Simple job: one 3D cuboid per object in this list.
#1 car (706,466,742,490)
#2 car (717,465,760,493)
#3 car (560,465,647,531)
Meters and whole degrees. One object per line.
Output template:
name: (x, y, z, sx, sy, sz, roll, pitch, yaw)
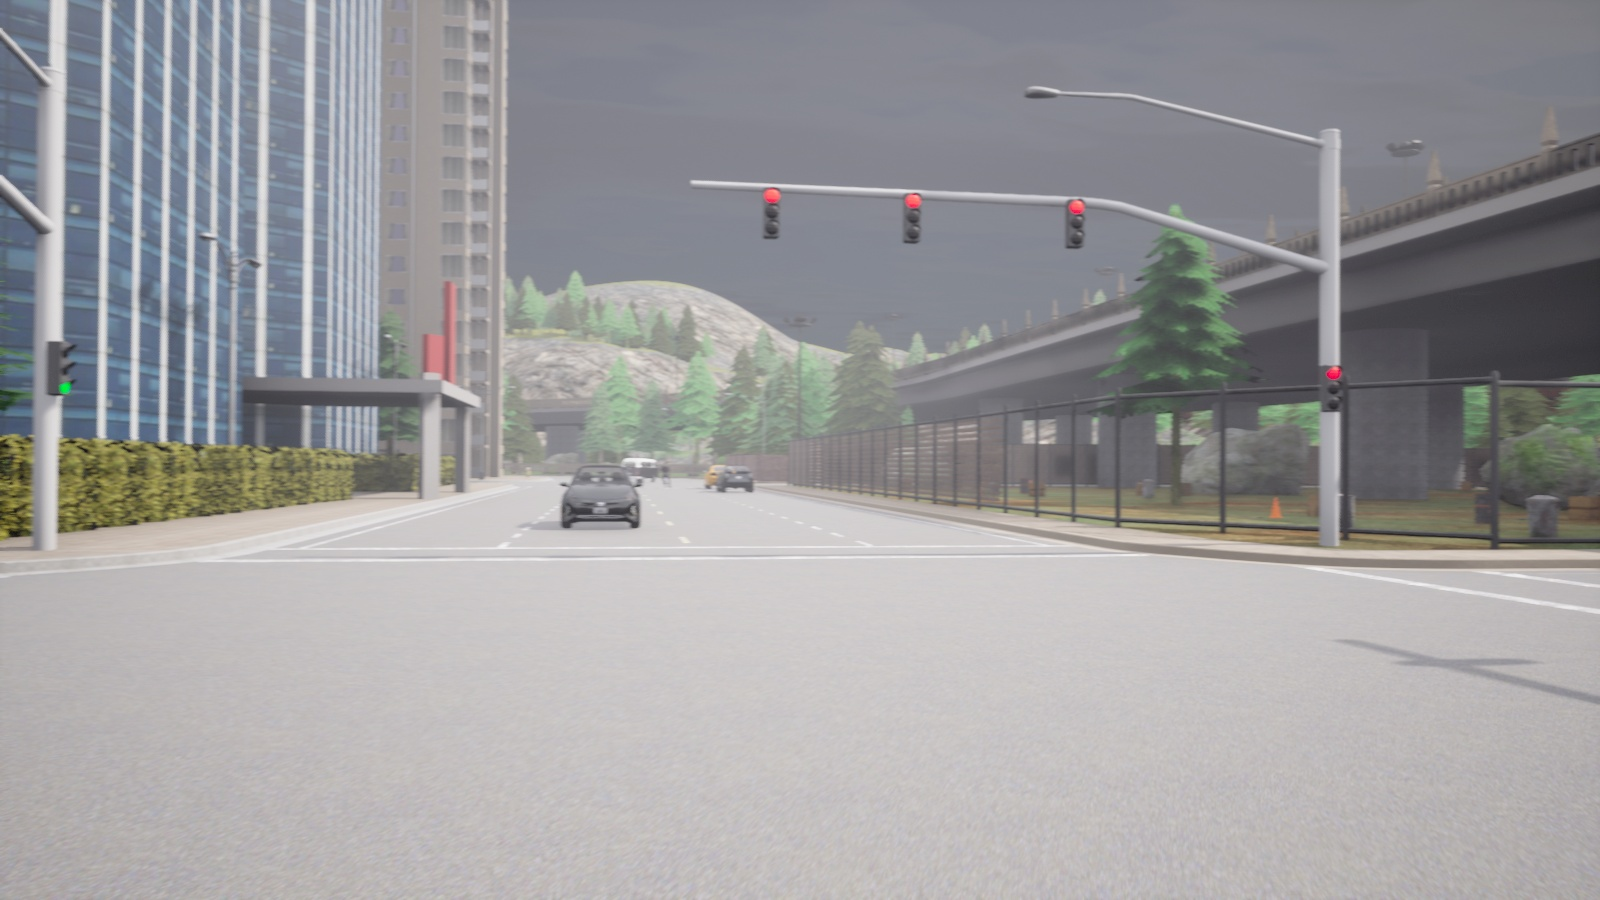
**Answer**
car: (-4.934, 1.785, 80.821, 1.882, 1.535, 5.008, 0, -1, -8)
car: (-3.510, 1.630, 70.950, 2.007, 1.525, 4.514, 0, -1, -8)
car: (-4.914, 1.149, 31.652, 2.007, 1.525, 4.514, 0, -1, -8)
